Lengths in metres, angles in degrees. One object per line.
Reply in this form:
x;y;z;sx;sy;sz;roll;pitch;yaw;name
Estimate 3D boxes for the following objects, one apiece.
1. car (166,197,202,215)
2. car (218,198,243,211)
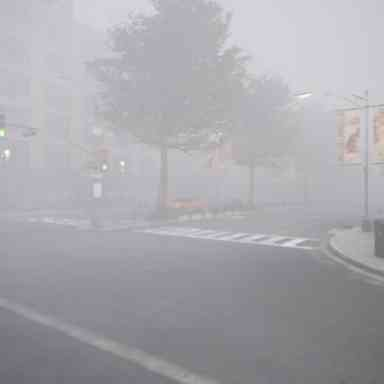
-0.940;1.306;33.137;2.097;1.767;4.553;0;0;35;car
4.742;1.480;41.140;1.812;1.442;4.674;0;0;35;car
